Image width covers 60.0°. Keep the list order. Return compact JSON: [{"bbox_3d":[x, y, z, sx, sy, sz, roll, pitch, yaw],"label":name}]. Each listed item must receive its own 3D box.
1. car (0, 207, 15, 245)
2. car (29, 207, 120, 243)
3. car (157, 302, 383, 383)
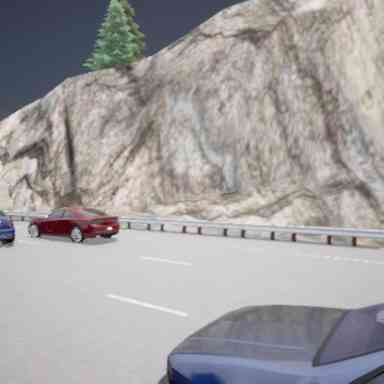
[{"bbox_3d":[-9.656,1.333,14.139,4.553,1.767,2.097,0,0,31],"label":"car"},{"bbox_3d":[-5.706,1.451,15.872,5.008,1.535,1.882,0,0,32],"label":"car"},{"bbox_3d":[2.286,1.539,2.312,5.357,1.411,2.033,0,0,35],"label":"car"}]
